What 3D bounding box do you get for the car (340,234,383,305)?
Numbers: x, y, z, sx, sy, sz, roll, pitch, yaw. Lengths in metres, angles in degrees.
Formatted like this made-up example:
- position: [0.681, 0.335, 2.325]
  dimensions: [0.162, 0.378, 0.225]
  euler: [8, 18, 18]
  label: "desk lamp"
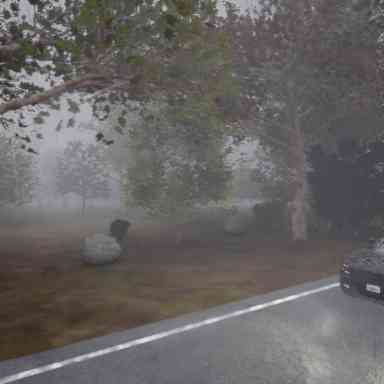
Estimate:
- position: [5.319, 1.476, 7.479]
  dimensions: [5.008, 1.535, 1.882]
  euler: [0, 0, -36]
  label: "car"
